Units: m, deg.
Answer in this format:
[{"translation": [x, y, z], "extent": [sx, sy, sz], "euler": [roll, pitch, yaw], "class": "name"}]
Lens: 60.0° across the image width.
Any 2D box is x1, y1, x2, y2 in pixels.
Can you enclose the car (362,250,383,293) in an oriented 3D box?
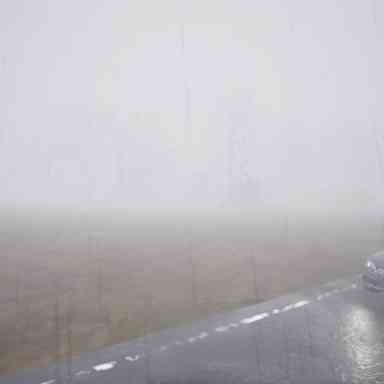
[{"translation": [5.851, 1.553, 7.834], "extent": [4.674, 1.442, 1.812], "euler": [0, 0, -38], "class": "car"}]
